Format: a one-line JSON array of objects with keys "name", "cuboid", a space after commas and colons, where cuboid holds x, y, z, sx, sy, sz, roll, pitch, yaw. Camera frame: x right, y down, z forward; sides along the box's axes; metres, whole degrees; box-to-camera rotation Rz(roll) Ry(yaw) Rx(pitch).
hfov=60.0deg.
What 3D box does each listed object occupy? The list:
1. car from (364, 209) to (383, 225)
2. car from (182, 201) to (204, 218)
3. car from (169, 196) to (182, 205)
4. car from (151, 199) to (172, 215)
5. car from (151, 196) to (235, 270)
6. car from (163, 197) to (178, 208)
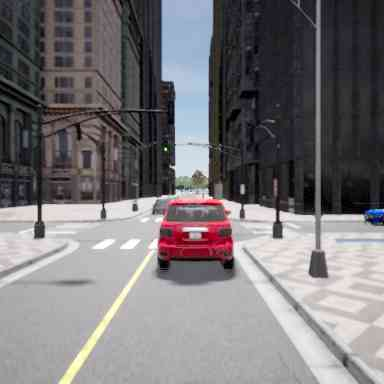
[{"name": "car", "cuboid": [14.132, 1.442, 22.097, 5.008, 1.535, 1.882, 0, 0, 0]}, {"name": "car", "cuboid": [0.104, 1.594, 30.669, 1.895, 1.301, 4.718, 0, 0, 0]}, {"name": "car", "cuboid": [-3.021, 1.537, 61.975, 2.033, 1.411, 5.357, 0, 0, 1]}, {"name": "car", "cuboid": [-3.096, 1.495, 34.649, 1.837, 1.490, 4.892, 0, 0, 0]}, {"name": "car", "cuboid": [0.182, 1.218, 11.233, 2.150, 2.045, 5.566, 0, 0, 2]}, {"name": "car", "cuboid": [-3.073, 1.516, 47.928, 1.812, 1.442, 4.674, 0, 0, 0]}]
